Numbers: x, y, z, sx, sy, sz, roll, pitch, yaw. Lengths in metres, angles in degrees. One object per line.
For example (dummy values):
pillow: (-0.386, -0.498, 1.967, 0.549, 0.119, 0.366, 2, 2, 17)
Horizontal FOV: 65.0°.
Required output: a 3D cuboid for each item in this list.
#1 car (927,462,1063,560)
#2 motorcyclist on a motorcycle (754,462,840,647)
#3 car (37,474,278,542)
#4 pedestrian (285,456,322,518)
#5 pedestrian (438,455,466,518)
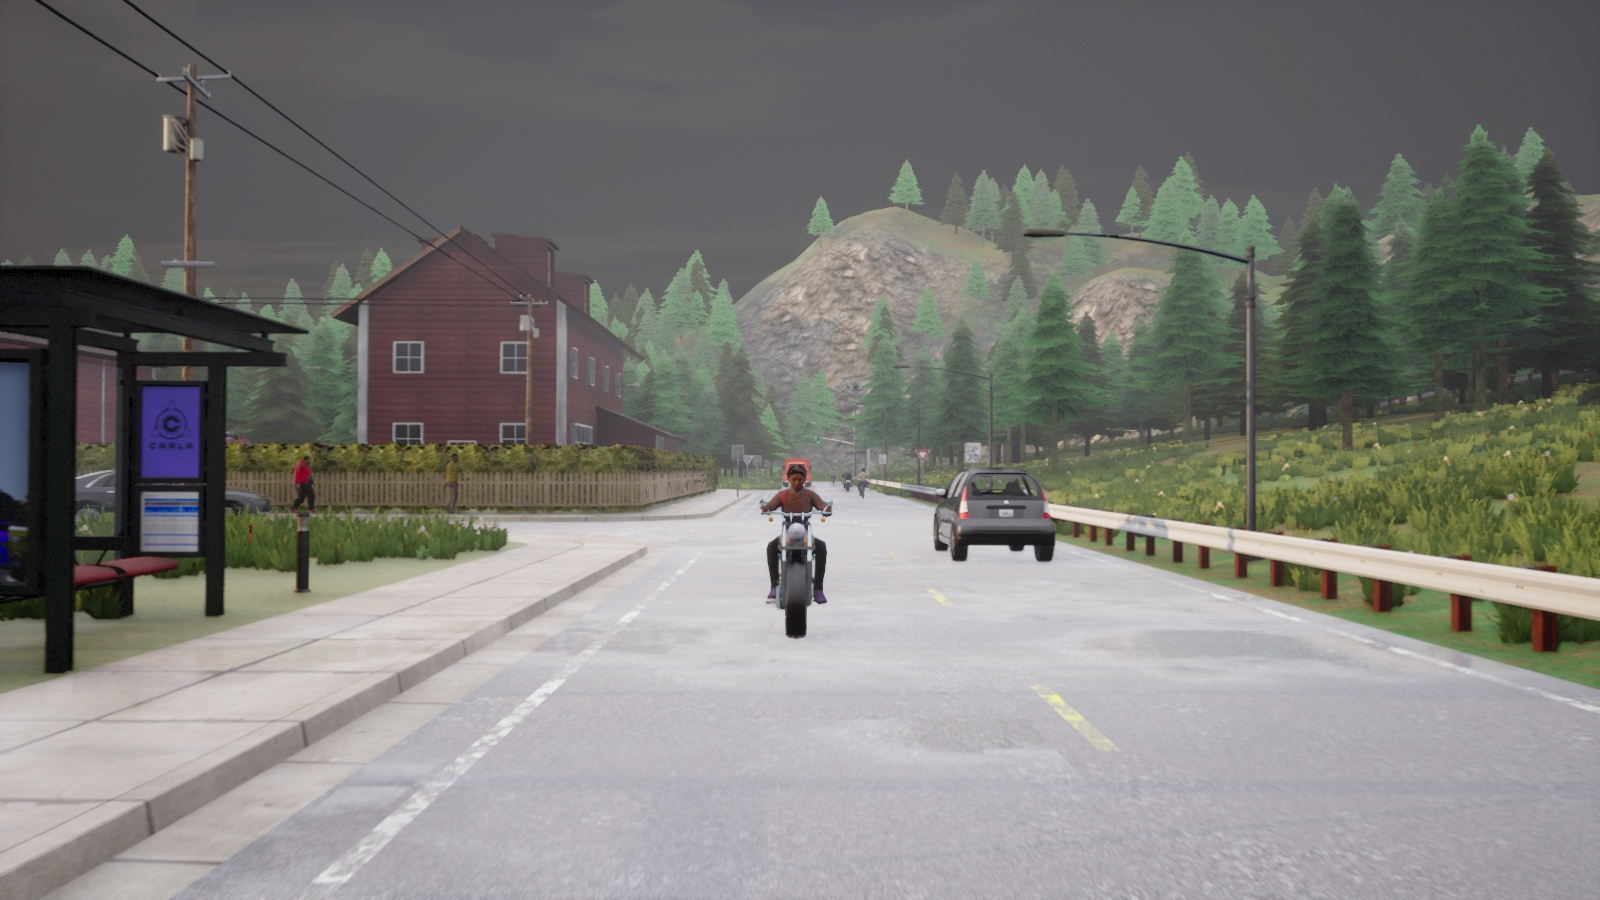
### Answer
car: (3.446, 1.043, 22.891, 1.851, 1.617, 3.988, 0, -1, 0)
motorcyclist on a motorcycle: (-0.025, 0.951, 12.418, 0.766, 1.649, 2.350, 0, -1, 0)
car: (-14.972, 1.323, 29.495, 4.892, 1.490, 1.837, 0, -2, -26)
pedestrian: (-14.746, 1.091, 37.313, 0.899, 1.844, 0.634, 0, -1, -5)
pedestrian: (-10.288, 1.071, 37.154, 0.709, 1.840, 0.431, 0, -1, -2)
